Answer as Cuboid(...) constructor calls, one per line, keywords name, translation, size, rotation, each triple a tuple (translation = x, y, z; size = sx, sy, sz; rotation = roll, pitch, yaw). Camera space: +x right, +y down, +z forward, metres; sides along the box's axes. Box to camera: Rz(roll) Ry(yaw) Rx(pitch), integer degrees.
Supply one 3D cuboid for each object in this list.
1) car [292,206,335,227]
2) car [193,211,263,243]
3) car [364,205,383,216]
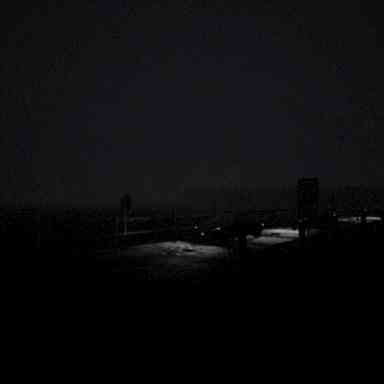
Cuboid(name="car", translation=(9.581, 1.862, 26.010), size=(2.128, 1.511, 4.902), rotation=(-1, -1, 42))
Cuboid(name="car", translation=(2.086, 1.773, 17.827), size=(1.812, 1.442, 4.674), rotation=(-1, -1, 43))
Cuboid(name="car", translation=(21.991, 2.179, 39.499), size=(1.895, 1.301, 4.718), rotation=(-1, -1, 43))
